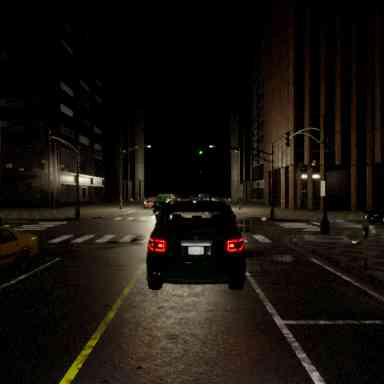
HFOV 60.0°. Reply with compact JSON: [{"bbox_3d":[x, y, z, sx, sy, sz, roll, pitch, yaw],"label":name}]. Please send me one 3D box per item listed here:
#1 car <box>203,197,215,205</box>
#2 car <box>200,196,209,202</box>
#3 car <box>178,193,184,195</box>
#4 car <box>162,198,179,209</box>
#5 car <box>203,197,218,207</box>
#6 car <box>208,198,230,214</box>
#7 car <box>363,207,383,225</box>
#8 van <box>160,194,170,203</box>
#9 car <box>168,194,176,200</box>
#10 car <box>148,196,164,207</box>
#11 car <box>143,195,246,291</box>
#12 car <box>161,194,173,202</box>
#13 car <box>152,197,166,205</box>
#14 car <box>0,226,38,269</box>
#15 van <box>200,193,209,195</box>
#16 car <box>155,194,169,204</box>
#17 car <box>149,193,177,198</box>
[{"bbox_3d":[2.884,1.580,57.988,1.947,1.339,4.313,0,0,0],"label":"car"},{"bbox_3d":[2.930,1.596,80.424,1.947,1.339,4.313,0,0,0],"label":"car"},{"bbox_3d":[-2.912,1.365,56.343,2.097,1.767,4.553,0,0,1],"label":"car"},{"bbox_3d":[-2.935,1.573,46.465,1.994,1.385,4.181,0,0,1],"label":"car"},{"bbox_3d":[2.872,1.562,52.380,2.008,1.369,4.403,0,0,0],"label":"car"},{"bbox_3d":[2.838,1.446,35.553,1.967,1.590,4.097,0,0,0],"label":"car"},{"bbox_3d":[14.853,1.568,23.806,4.892,1.490,1.837,0,0,0],"label":"car"},{"bbox_3d":[-5.618,1.362,69.206,1.690,1.788,3.998,0,0,0],"label":"van"},{"bbox_3d":[-5.572,1.482,91.645,1.967,1.590,4.097,0,0,0],"label":"car"},{"bbox_3d":[-5.652,1.452,52.379,1.967,1.590,4.097,0,0,0],"label":"car"},{"bbox_3d":[0.098,1.223,9.142,2.150,2.045,5.566,0,0,0],"label":"car"},{"bbox_3d":[-5.606,1.341,74.817,2.192,1.841,5.009,0,0,0],"label":"car"},{"bbox_3d":[-5.641,1.565,57.988,2.008,1.369,4.403,0,0,0],"label":"car"},{"bbox_3d":[-5.743,1.526,8.606,1.752,1.417,4.829,0,0,0],"label":"car"},{"bbox_3d":[2.907,1.362,69.207,1.690,1.788,3.998,0,0,0],"label":"van"},{"bbox_3d":[-5.629,1.332,63.598,2.192,1.841,5.009,0,0,0],"label":"car"},{"bbox_3d":[-2.996,1.228,36.593,2.150,2.045,5.566,0,0,0],"label":"car"}]
